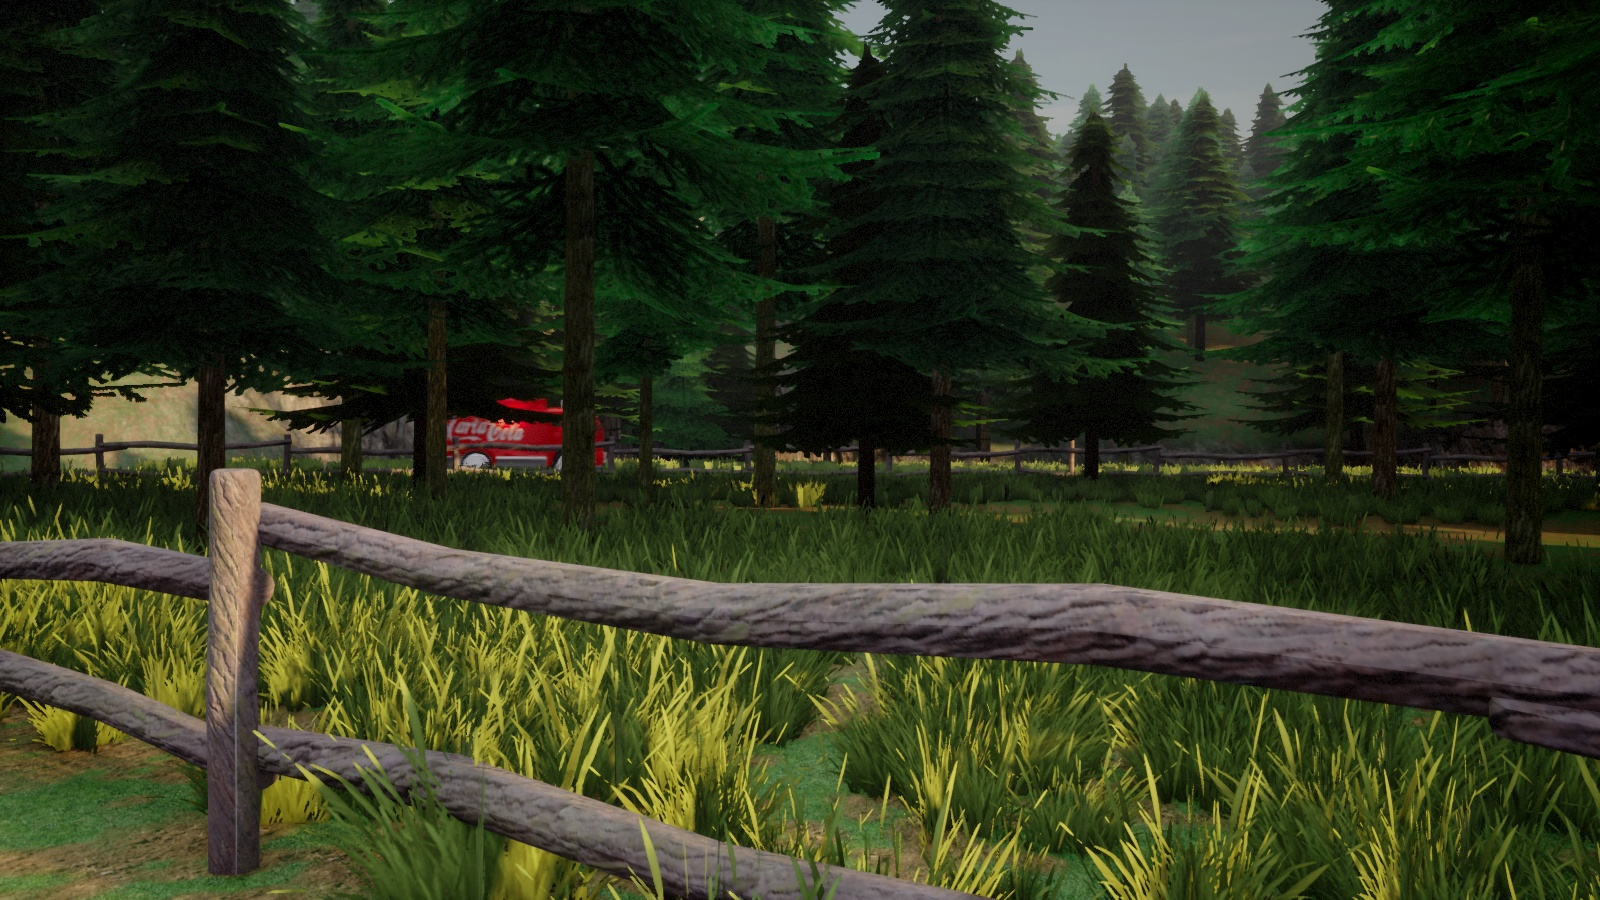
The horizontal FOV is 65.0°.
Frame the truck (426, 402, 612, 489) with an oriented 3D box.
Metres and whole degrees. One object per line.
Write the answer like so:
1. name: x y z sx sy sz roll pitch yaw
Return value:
1. truck: -8.407 -0.164 37.433 5.204 2.467 2.627 -1 0 -17
